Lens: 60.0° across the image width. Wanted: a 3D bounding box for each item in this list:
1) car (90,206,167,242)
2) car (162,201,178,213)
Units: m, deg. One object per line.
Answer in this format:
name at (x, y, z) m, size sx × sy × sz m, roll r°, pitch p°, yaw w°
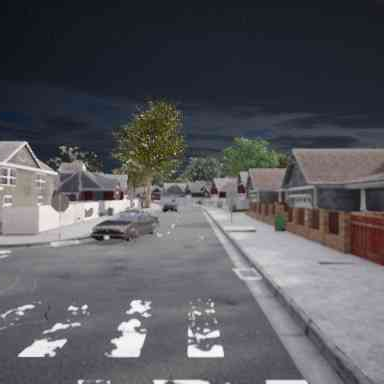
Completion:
car at (-3.261, 1.705, 17.700) m, size 2.033 × 1.411 × 5.357 m, roll 0°, pitch 0°, yaw 13°
car at (-2.755, 1.939, 43.460) m, size 2.033 × 1.411 × 5.357 m, roll 0°, pitch -1°, yaw 1°
